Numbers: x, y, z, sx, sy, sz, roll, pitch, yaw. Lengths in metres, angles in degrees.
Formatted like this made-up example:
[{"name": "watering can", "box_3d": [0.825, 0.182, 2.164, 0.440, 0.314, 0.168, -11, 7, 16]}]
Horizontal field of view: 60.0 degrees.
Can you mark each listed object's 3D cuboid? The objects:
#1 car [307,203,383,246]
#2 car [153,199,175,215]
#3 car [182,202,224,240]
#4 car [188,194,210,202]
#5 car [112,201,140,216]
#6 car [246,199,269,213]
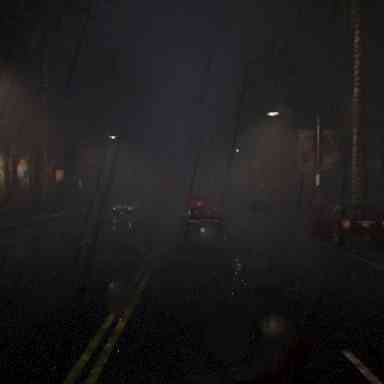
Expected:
[{"name": "car", "box_3d": [7.030, 1.362, 15.548, 2.185, 1.767, 4.553, 0, 0, 0]}, {"name": "car", "box_3d": [-2.886, 1.493, 34.615, 1.882, 1.535, 5.008, 0, 0, 1]}, {"name": "car", "box_3d": [0.541, 1.499, 16.950, 2.128, 1.511, 4.902, 0, 0, 0]}, {"name": "car", "box_3d": [0.735, 1.237, 35.006, 2.150, 2.045, 5.566, 0, 0, 1]}, {"name": "car", "box_3d": [-6.425, 1.615, 32.924, 1.895, 1.301, 4.718, 0, 0, 1]}, {"name": "car", "box_3d": [7.355, 1.531, 37.478, 2.161, 1.482, 4.786, 0, 0, 0]}]
